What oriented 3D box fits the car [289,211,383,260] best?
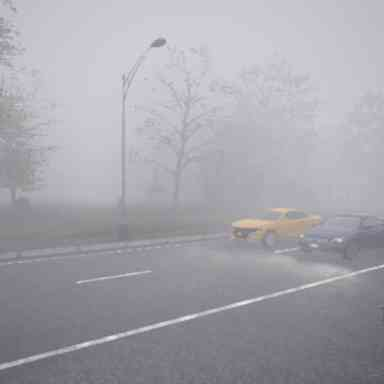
[{"bbox_3d":[6.033,1.550,12.608,4.674,1.442,1.812,0,0,-35],"label":"car"}]

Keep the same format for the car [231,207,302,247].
[{"bbox_3d":[4.032,1.502,15.466,5.008,1.535,1.882,0,0,-35],"label":"car"}]
